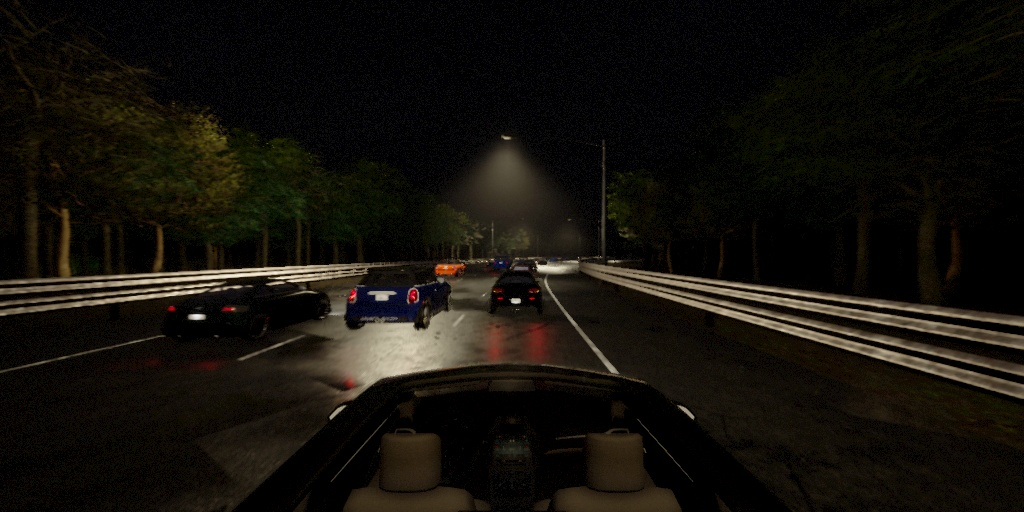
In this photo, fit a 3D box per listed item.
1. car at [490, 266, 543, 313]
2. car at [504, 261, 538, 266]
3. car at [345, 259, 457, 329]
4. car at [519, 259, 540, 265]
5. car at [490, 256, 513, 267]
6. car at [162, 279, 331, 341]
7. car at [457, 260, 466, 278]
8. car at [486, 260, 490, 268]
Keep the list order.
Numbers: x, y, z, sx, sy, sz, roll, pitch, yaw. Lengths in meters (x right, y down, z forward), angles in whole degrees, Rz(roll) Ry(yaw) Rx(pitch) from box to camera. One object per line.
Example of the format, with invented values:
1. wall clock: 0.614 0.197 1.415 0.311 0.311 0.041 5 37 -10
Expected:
1. car: 0.195 1.279 13.857 1.812 1.442 4.674 0 0 2
2. car: 0.733 1.320 26.489 1.994 1.385 4.181 0 0 3
3. car: -3.299 1.098 11.348 2.097 1.767 4.553 0 0 1
4. car: 2.190 1.288 45.122 1.812 1.442 4.674 0 0 6
5. car: -1.103 0.977 47.363 2.150 2.045 5.566 0 0 6
6. car: -6.831 1.303 9.827 1.994 1.385 4.181 0 0 1
7. car: -5.737 1.097 33.994 2.097 1.767 4.553 0 0 4
8. car: -3.036 1.342 61.205 1.895 1.301 4.718 1 0 8
